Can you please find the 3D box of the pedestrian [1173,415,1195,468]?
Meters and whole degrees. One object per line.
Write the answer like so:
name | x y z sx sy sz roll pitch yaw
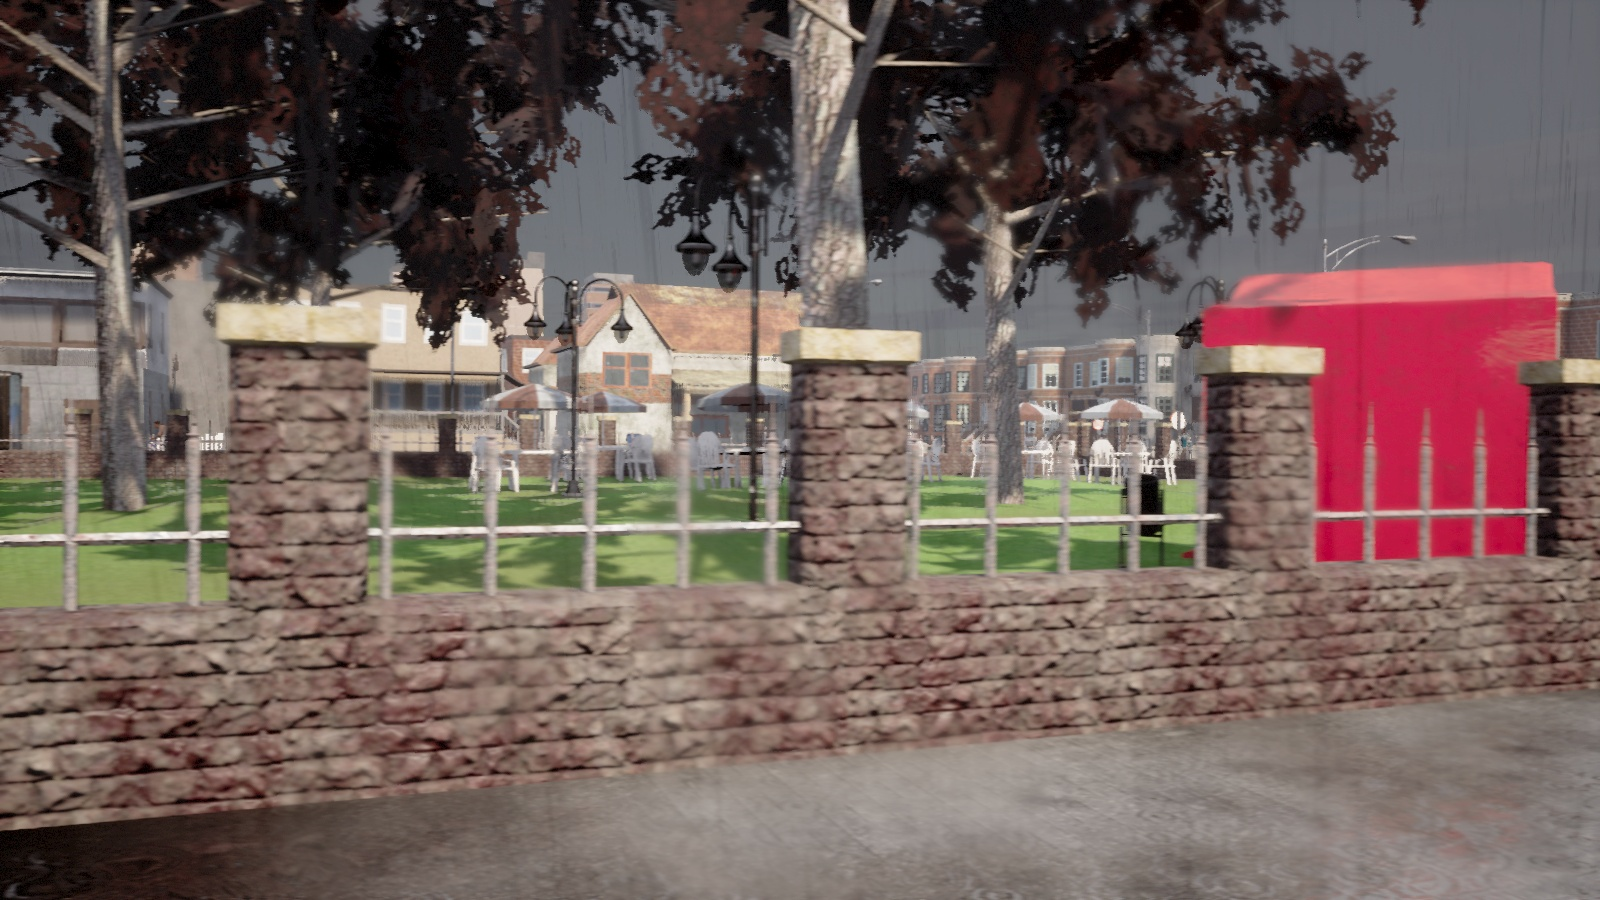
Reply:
pedestrian | 14.121 -0.306 46.161 0.692 1.930 0.396 -1 1 3

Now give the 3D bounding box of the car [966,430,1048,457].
car | 11.344 -0.404 69.241 2.033 1.411 5.357 -1 1 -21
